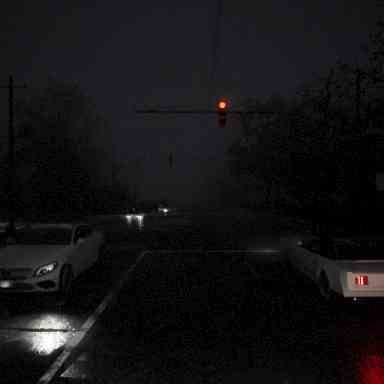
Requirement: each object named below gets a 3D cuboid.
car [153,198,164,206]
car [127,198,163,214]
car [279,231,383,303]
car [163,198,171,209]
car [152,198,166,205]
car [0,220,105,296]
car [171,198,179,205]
[{"bbox_3d":[-6.548,1.964,64.414,1.837,1.490,4.892,0,-2,-10],"label":"car"},{"bbox_3d":[-5.174,1.578,35.180,1.994,1.385,4.181,0,0,20],"label":"car"},{"bbox_3d":[3.587,1.601,8.152,1.895,1.301,4.718,0,0,0],"label":"car"},{"bbox_3d":[-4.443,1.696,48.067,1.994,1.385,4.181,0,-1,-5],"label":"car"},{"bbox_3d":[-8.289,2.388,82.951,2.128,1.511,4.902,0,-1,-25],"label":"car"},{"bbox_3d":[-3.614,1.525,8.771,1.812,1.442,4.674,0,0,0],"label":"car"},{"bbox_3d":[-5.056,2.126,73.620,1.882,1.535,5.008,0,-1,-19],"label":"car"}]
